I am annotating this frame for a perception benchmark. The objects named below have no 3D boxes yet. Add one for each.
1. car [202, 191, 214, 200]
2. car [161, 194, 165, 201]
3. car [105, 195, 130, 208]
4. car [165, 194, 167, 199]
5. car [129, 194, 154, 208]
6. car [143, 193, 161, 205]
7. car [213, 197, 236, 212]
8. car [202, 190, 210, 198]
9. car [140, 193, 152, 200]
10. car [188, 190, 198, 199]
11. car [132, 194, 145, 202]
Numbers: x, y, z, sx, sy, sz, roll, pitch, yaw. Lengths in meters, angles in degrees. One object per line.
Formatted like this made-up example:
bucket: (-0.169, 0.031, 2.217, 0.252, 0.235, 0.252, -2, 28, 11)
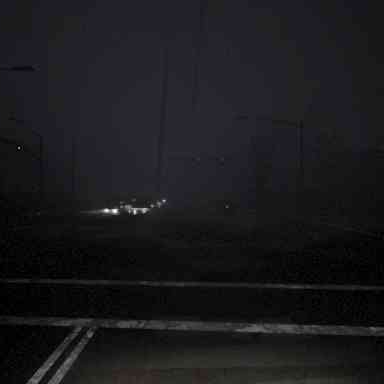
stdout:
car: (3.680, 0.691, 72.284, 2.150, 2.045, 5.566, 0, 1, 0)
car: (-6.846, 1.210, 64.793, 1.895, 1.301, 4.718, 0, 1, 0)
car: (-10.419, 1.369, 45.371, 2.128, 1.511, 4.902, 0, 1, 1)
car: (-6.820, 1.003, 75.141, 1.895, 1.301, 4.718, 0, 1, 0)
car: (-6.917, 1.431, 45.984, 1.994, 1.385, 4.181, 0, 1, 1)
car: (-6.872, 1.305, 55.215, 2.033, 1.411, 5.357, 0, 1, 0)
car: (3.704, 1.510, 37.158, 1.994, 1.385, 4.181, 0, 0, 0)
car: (3.711, 0.498, 88.084, 2.097, 1.767, 4.553, 0, 1, 0)
car: (-10.320, 0.948, 75.135, 2.033, 1.411, 5.357, 0, 1, 0)
car: (0.183, 0.604, 76.548, 2.150, 2.045, 5.566, 0, 1, 0)
car: (-10.346, 1.179, 64.516, 1.994, 1.385, 4.181, 0, 1, 0)
